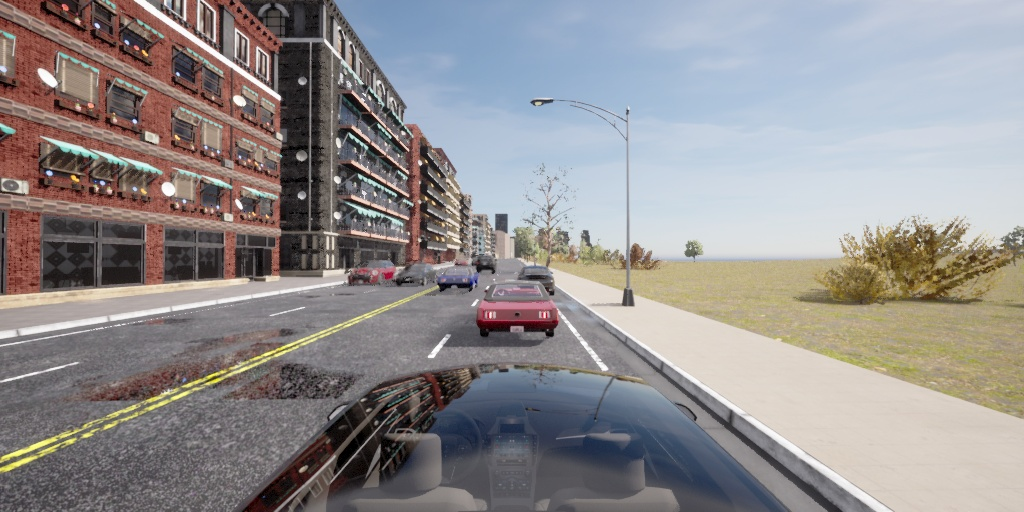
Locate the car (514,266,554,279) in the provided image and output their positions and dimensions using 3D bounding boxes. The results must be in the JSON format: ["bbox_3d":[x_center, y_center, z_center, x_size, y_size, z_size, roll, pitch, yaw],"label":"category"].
[{"bbox_3d":[1.213,1.257,19.446,1.837,1.490,4.892,0,0,0],"label":"car"}]

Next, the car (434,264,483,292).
[{"bbox_3d":[-3.068,1.353,21.403,1.895,1.301,4.718,0,0,0],"label":"car"}]

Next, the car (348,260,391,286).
[{"bbox_3d":[-9.750,1.104,25.374,2.097,1.767,4.553,0,0,0],"label":"car"}]

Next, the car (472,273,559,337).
[{"bbox_3d":[0.135,1.352,10.246,1.895,1.301,4.718,0,0,0],"label":"car"}]

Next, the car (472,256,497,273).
[{"bbox_3d":[-2.975,0.970,41.977,2.150,2.045,5.566,0,0,0],"label":"car"}]

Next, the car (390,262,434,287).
[{"bbox_3d":[-6.503,1.256,24.709,1.837,1.490,4.892,0,0,0],"label":"car"}]
